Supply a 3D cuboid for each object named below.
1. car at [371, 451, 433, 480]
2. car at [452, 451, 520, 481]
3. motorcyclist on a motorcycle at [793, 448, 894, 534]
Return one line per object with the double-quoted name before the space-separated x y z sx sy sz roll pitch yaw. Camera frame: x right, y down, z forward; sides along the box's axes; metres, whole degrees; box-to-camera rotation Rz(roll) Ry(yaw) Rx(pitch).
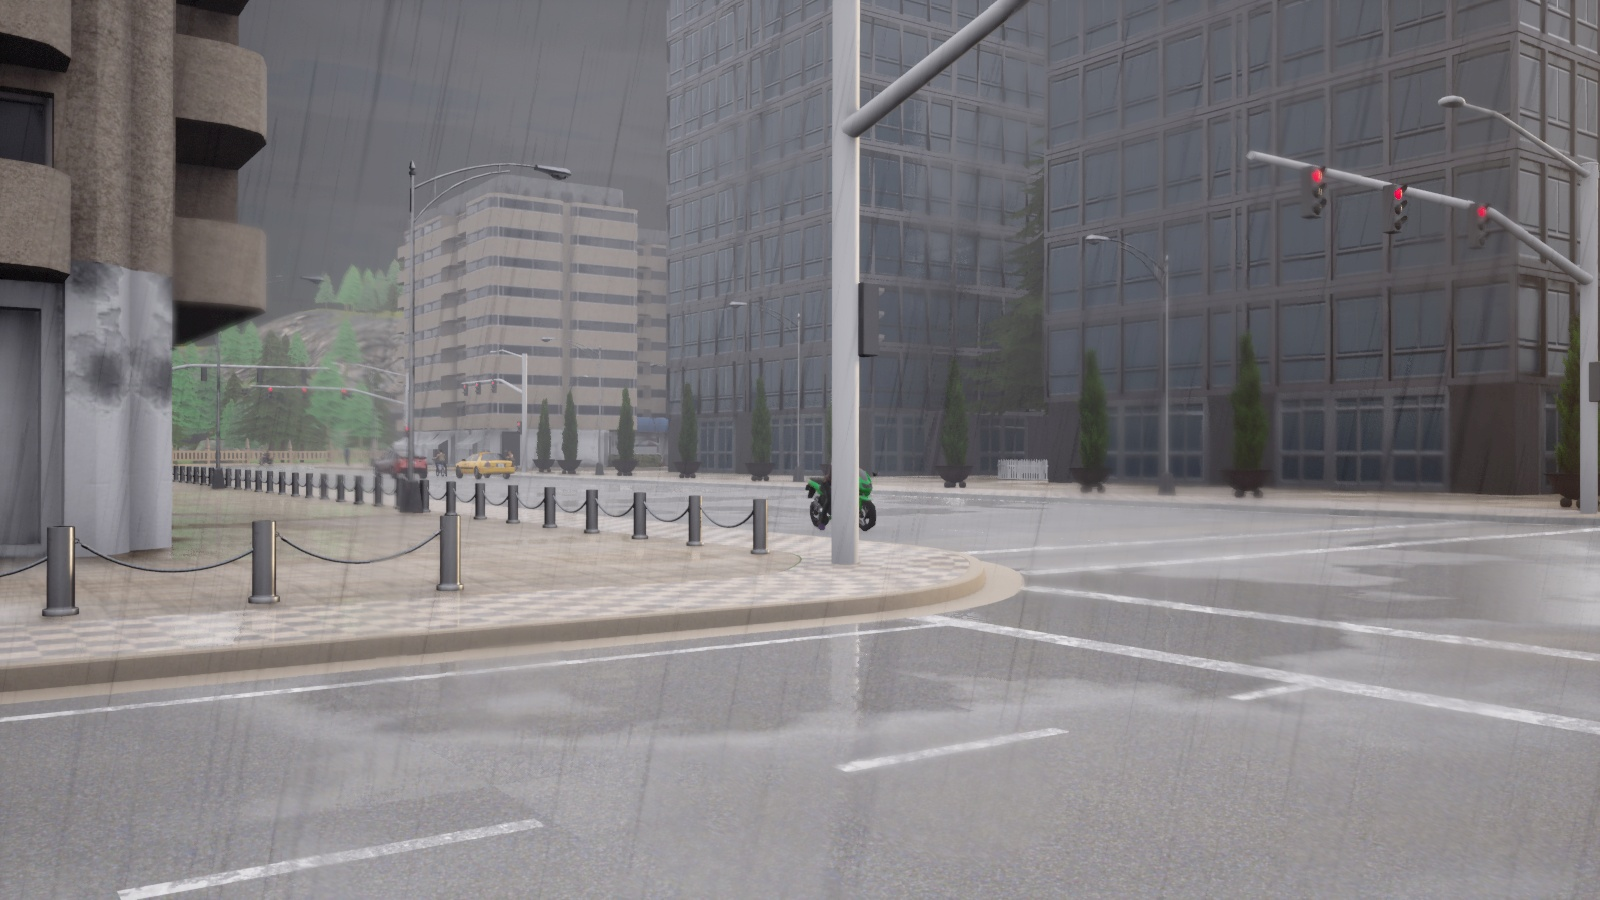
"car" -21.780 0.850 68.660 2.007 1.525 4.514 0 0 -34
"car" -17.047 0.831 67.935 1.801 1.575 5.366 0 0 -34
"motorcyclist on a motorcycle" 0.788 0.727 23.341 0.797 1.523 2.044 0 0 -35
